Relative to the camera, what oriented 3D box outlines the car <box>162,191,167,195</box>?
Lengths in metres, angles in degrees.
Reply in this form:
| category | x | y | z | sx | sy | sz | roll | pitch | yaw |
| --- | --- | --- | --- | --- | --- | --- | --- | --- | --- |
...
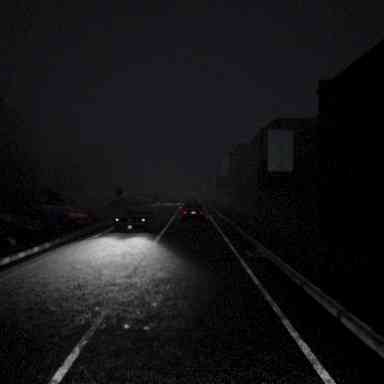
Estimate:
| category | x | y | z | sx | sy | sz | roll | pitch | yaw |
| --- | --- | --- | --- | --- | --- | --- | --- | --- | --- |
| car | -9.211 | 1.163 | 81.138 | 5.008 | 1.535 | 2.097 | 0 | 1 | 0 |

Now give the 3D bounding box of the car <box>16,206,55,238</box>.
| category | x | y | z | sx | sy | sz | roll | pitch | yaw |
| --- | --- | --- | --- | --- | --- | --- | --- | --- | --- |
| car | -9.327 | 1.568 | 15.666 | 4.674 | 1.452 | 2.002 | 0 | 0 | 0 |

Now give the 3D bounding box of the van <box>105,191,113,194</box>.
| category | x | y | z | sx | sy | sz | roll | pitch | yaw |
| --- | --- | --- | --- | --- | --- | --- | --- | --- | --- |
| van | -21.687 | 0.991 | 78.327 | 4.442 | 1.987 | 1.878 | 0 | 1 | 0 |

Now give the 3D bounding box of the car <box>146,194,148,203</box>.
| category | x | y | z | sx | sy | sz | roll | pitch | yaw |
| --- | --- | --- | --- | --- | --- | --- | --- | --- | --- |
| car | -9.401 | 1.377 | 50.036 | 4.674 | 1.452 | 2.002 | 0 | 0 | 0 |

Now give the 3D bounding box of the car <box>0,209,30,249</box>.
| category | x | y | z | sx | sy | sz | roll | pitch | yaw |
| --- | --- | --- | --- | --- | --- | --- | --- | --- | --- |
| car | -9.305 | 1.557 | 12.883 | 4.792 | 1.488 | 2.163 | 0 | 0 | 0 |

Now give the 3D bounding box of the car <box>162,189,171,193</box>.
| category | x | y | z | sx | sy | sz | roll | pitch | yaw |
| --- | --- | --- | --- | --- | --- | --- | --- | --- | --- |
| car | -9.195 | 0.749 | 89.609 | 5.566 | 2.045 | 2.435 | 0 | 1 | 0 |

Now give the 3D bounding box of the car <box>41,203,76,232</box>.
| category | x | y | z | sx | sy | sz | roll | pitch | yaw |
| --- | --- | --- | --- | --- | --- | --- | --- | --- | --- |
| car | -9.345 | 1.558 | 18.450 | 4.792 | 1.488 | 2.163 | 0 | 0 | 0 |

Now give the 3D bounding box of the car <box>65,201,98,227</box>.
| category | x | y | z | sx | sy | sz | roll | pitch | yaw |
| --- | --- | --- | --- | --- | --- | --- | --- | --- | --- |
| car | -9.122 | 1.527 | 21.232 | 5.366 | 1.575 | 1.946 | 0 | 0 | 0 |

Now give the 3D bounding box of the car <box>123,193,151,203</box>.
| category | x | y | z | sx | sy | sz | roll | pitch | yaw |
| --- | --- | --- | --- | --- | --- | --- | --- | --- | --- |
| car | -9.384 | 1.372 | 52.861 | 4.674 | 1.452 | 2.002 | 0 | 0 | 0 |

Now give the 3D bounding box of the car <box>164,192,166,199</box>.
| category | x | y | z | sx | sy | sz | roll | pitch | yaw |
| --- | --- | --- | --- | --- | --- | --- | --- | --- | --- |
| car | -9.230 | 1.258 | 78.314 | 4.674 | 1.452 | 2.002 | 0 | 1 | 0 |

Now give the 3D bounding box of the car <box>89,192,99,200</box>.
| category | x | y | z | sx | sy | sz | roll | pitch | yaw |
| --- | --- | --- | --- | --- | --- | --- | --- | --- | --- |
| car | -21.847 | 1.338 | 66.893 | 4.792 | 1.488 | 2.163 | 0 | 0 | 0 |

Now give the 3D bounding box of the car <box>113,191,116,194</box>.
| category | x | y | z | sx | sy | sz | roll | pitch | yaw |
| --- | --- | --- | --- | --- | --- | --- | --- | --- | --- |
| car | -21.820 | 1.192 | 81.159 | 4.792 | 1.488 | 2.163 | 0 | 1 | 0 |

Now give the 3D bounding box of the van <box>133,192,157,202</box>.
| category | x | y | z | sx | sy | sz | roll | pitch | yaw |
| --- | --- | --- | --- | --- | --- | --- | --- | --- | --- |
| van | -9.416 | 1.083 | 66.990 | 4.442 | 1.987 | 1.878 | 0 | 0 | 0 |

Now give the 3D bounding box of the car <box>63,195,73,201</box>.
| category | x | y | z | sx | sy | sz | roll | pitch | yaw |
| --- | --- | --- | --- | --- | --- | --- | --- | --- | --- |
| car | -21.930 | 1.205 | 52.899 | 4.553 | 1.767 | 2.185 | 0 | 0 | 0 |

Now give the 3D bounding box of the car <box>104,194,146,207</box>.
| category | x | y | z | sx | sy | sz | roll | pitch | yaw |
| --- | --- | --- | --- | --- | --- | --- | --- | --- | --- |
| car | -9.444 | 1.371 | 47.209 | 4.792 | 1.488 | 2.163 | 0 | 0 | 0 |

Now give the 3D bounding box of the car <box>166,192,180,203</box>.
| category | x | y | z | sx | sy | sz | roll | pitch | yaw |
| --- | --- | --- | --- | --- | --- | --- | --- | --- | --- |
| car | -3.264 | 1.339 | 62.909 | 1.882 | 1.535 | 5.008 | 0 | 0 | 1 |

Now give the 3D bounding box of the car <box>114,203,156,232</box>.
| category | x | y | z | sx | sy | sz | roll | pitch | yaw |
| --- | --- | --- | --- | --- | --- | --- | --- | --- | --- |
| car | -3.356 | 1.595 | 20.218 | 1.895 | 1.301 | 4.718 | 0 | 0 | 0 |

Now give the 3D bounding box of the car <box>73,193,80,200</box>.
| category | x | y | z | sx | sy | sz | roll | pitch | yaw |
| --- | --- | --- | --- | --- | --- | --- | --- | --- | --- |
| car | -21.940 | 1.326 | 55.599 | 5.008 | 1.535 | 2.097 | 0 | 0 | 0 |

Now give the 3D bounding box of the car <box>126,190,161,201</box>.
| category | x | y | z | sx | sy | sz | roll | pitch | yaw |
| --- | --- | --- | --- | --- | --- | --- | --- | --- | --- |
| car | -9.287 | 1.063 | 64.164 | 5.566 | 2.045 | 2.435 | 0 | 0 | 0 |

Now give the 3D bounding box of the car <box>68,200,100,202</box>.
| category | x | y | z | sx | sy | sz | roll | pitch | yaw |
| --- | --- | --- | --- | --- | --- | --- | --- | --- | --- |
| car | -9.314 | 1.571 | 23.874 | 4.674 | 1.452 | 2.002 | -1 | 0 | 1 |

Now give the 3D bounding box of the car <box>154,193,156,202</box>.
| category | x | y | z | sx | sy | sz | roll | pitch | yaw |
| --- | --- | --- | --- | --- | --- | --- | --- | --- | --- |
| car | -9.344 | 1.323 | 58.513 | 5.008 | 1.535 | 2.097 | 0 | 0 | 0 |

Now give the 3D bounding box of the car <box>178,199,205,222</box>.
| category | x | y | z | sx | sy | sz | roll | pitch | yaw |
| --- | --- | --- | --- | --- | --- | --- | --- | --- | --- |
| car | 0.092 | 1.538 | 26.389 | 2.033 | 1.411 | 5.357 | 0 | 0 | 0 |

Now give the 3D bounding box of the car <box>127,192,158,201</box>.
| category | x | y | z | sx | sy | sz | roll | pitch | yaw |
| --- | --- | --- | --- | --- | --- | --- | --- | --- | --- |
| car | -9.338 | 1.318 | 61.338 | 5.008 | 1.535 | 2.097 | 0 | 0 | 0 |

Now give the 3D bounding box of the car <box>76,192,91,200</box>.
| category | x | y | z | sx | sy | sz | roll | pitch | yaw |
| --- | --- | --- | --- | --- | --- | --- | --- | --- | --- |
| car | -21.916 | 1.318 | 61.371 | 4.892 | 1.521 | 2.231 | 0 | 0 | 0 |

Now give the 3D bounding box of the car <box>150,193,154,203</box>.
| category | x | y | z | sx | sy | sz | roll | pitch | yaw |
| --- | --- | --- | --- | --- | --- | --- | --- | --- | --- |
| car | -9.551 | 1.324 | 55.688 | 5.366 | 1.575 | 1.946 | 0 | 0 | 0 |

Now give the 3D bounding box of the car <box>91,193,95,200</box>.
| category | x | y | z | sx | sy | sz | roll | pitch | yaw |
| --- | --- | --- | --- | --- | --- | --- | --- | --- | --- |
| car | -21.864 | 1.342 | 64.069 | 4.792 | 1.488 | 2.163 | 0 | 0 | 0 |

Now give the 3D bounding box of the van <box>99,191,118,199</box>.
| category | x | y | z | sx | sy | sz | roll | pitch | yaw |
| --- | --- | --- | --- | --- | --- | --- | --- | --- | --- |
| van | -21.871 | 0.828 | 86.798 | 4.442 | 1.987 | 1.878 | 0 | 1 | 0 |

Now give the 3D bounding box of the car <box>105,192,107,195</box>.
| category | x | y | z | sx | sy | sz | roll | pitch | yaw |
| --- | --- | --- | --- | --- | --- | --- | --- | --- | --- |
| car | -21.836 | 1.295 | 72.552 | 5.008 | 1.535 | 2.097 | 0 | 0 | 0 |

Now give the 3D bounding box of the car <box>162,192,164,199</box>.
| category | x | y | z | sx | sy | sz | roll | pitch | yaw |
| --- | --- | --- | --- | --- | --- | --- | --- | --- | --- |
| car | -9.252 | 1.307 | 75.480 | 4.674 | 1.452 | 2.002 | 0 | 1 | 0 |

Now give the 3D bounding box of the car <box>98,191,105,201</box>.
| category | x | y | z | sx | sy | sz | roll | pitch | yaw |
| --- | --- | --- | --- | --- | --- | --- | --- | --- | --- |
| car | -21.831 | 1.052 | 69.716 | 5.566 | 2.045 | 2.435 | 0 | 0 | 0 |
